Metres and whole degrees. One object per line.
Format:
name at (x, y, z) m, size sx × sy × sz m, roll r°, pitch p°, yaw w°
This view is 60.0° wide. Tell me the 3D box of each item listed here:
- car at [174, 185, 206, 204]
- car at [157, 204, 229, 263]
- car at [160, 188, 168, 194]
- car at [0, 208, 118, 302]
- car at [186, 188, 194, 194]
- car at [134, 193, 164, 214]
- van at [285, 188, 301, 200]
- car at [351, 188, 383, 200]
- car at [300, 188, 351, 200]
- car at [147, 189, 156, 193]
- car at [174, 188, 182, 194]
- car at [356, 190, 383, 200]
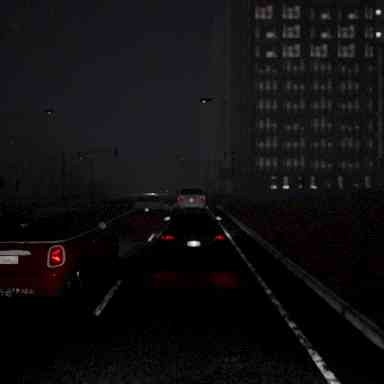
car at (-0.049, 0.583, 26.527) m, size 2.150 × 2.045 × 5.566 m, roll 0°, pitch 1°, yaw 0°
car at (0.039, 1.295, 10.834) m, size 1.994 × 1.385 × 4.181 m, roll 0°, pitch 1°, yaw 0°
car at (-6.972, -0.280, 83.922) m, size 1.837 × 1.490 × 4.892 m, roll 0°, pitch 1°, yaw 0°
car at (-3.196, 1.154, 7.932) m, size 2.097 × 1.767 × 4.553 m, roll 0°, pitch 1°, yaw 0°
car at (-0.500, -0.330, 88.920) m, size 2.033 × 1.411 × 5.357 m, roll 0°, pitch 1°, yaw 0°
car at (-3.297, 0.967, 26.364) m, size 1.895 × 1.301 × 4.718 m, roll 0°, pitch 1°, yaw 0°
van at (15.667, 0.237, 48.170) m, size 3.998 × 1.788 × 1.690 m, roll 0°, pitch 0°, yaw -1°
car at (21.507, 0.257, 40.247) m, size 4.097 × 1.590 × 1.967 m, roll 0°, pitch 0°, yaw -1°
car at (16.094, 0.372, 40.151) m, size 4.829 × 1.417 × 1.752 m, roll 0°, pitch 0°, yaw -1°
car at (-10.222, -0.184, 83.875) m, size 1.895 × 1.301 × 4.718 m, roll 0°, pitch 1°, yaw 0°
car at (-3.750, -0.392, 88.901) m, size 1.882 × 1.535 × 5.008 m, roll 0°, pitch 1°, yaw 0°
car at (26.684, 0.361, 48.366) m, size 4.829 × 1.417 × 1.752 m, roll 0°, pitch 0°, yaw -1°
